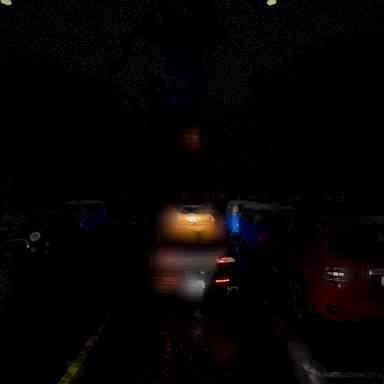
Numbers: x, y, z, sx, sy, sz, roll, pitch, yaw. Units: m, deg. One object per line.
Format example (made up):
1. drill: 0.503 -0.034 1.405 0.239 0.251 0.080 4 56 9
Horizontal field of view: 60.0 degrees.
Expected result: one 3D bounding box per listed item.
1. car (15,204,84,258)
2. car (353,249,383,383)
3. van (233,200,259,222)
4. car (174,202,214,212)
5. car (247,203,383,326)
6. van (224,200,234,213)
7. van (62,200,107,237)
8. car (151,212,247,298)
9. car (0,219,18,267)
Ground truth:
1. car: -5.787 1.441 12.408 1.967 1.590 4.097 0 0 0
2. car: 2.760 1.440 1.550 1.967 1.590 4.097 0 0 0
3. van: 2.738 1.342 12.425 1.690 1.788 3.998 0 0 0
4. car: 0.104 1.353 17.558 2.097 1.767 4.553 0 0 1
5. car: 2.749 1.315 6.988 2.192 1.841 5.009 0 0 0
6. van: 2.727 1.342 17.863 1.690 1.788 3.998 0 0 0
7. van: -5.798 1.342 17.846 1.690 1.788 3.998 0 0 0
8. car: 0.086 1.492 8.508 2.128 1.511 4.902 0 0 0
9. car: -5.776 1.525 6.801 1.752 1.417 4.829 0 0 0
